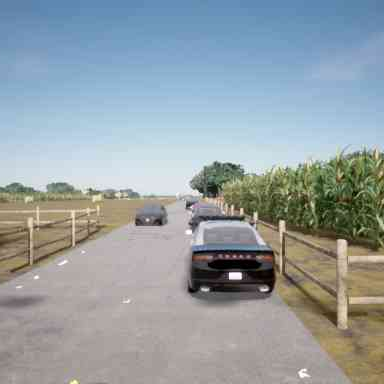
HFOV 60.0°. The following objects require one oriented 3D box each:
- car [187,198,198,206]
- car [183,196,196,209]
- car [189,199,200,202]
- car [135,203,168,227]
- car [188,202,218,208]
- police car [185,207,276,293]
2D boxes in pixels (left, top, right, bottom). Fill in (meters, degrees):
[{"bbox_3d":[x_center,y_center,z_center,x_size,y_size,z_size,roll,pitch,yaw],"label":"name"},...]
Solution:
[{"bbox_3d":[0.158,1.800,59.377,1.895,1.301,4.718,0,0,0],"label":"car"},{"bbox_3d":[0.131,1.601,45.582,1.882,1.535,5.008,0,0,0],"label":"car"},{"bbox_3d":[0.891,1.517,24.934,1.882,1.535,5.008,0,0,0],"label":"car"},{"bbox_3d":[-2.787,1.512,23.448,1.882,1.535,5.008,0,0,0],"label":"car"},{"bbox_3d":[0.875,1.529,18.934,1.837,1.490,4.892,0,0,0],"label":"car"},{"bbox_3d":[0.848,1.432,9.041,1.930,1.638,5.238,0,0,0],"label":"police car"}]
